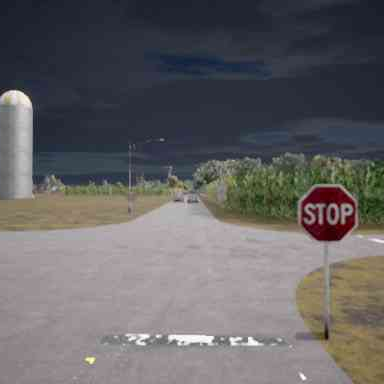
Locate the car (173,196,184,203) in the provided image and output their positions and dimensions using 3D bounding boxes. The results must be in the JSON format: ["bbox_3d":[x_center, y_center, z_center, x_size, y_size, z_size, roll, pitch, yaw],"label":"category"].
[{"bbox_3d":[-2.580,1.392,65.765,1.994,1.385,4.181,0,0,0],"label":"car"}]

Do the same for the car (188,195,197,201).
[{"bbox_3d":[0.186,1.237,71.624,1.895,1.301,4.718,0,0,0],"label":"car"}]

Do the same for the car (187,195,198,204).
[{"bbox_3d":[0.159,1.405,61.586,1.994,1.385,4.181,0,0,0],"label":"car"}]
